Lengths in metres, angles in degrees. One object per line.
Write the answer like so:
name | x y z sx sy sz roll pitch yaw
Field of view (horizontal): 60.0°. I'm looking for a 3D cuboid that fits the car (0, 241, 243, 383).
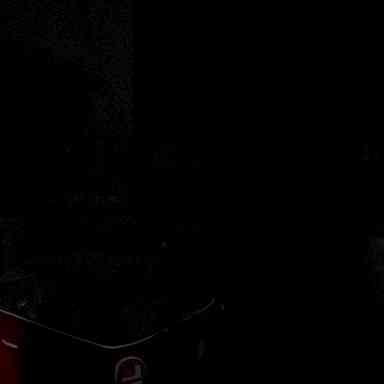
car | -1.555 1.440 4.053 4.097 1.590 1.967 0 0 35
